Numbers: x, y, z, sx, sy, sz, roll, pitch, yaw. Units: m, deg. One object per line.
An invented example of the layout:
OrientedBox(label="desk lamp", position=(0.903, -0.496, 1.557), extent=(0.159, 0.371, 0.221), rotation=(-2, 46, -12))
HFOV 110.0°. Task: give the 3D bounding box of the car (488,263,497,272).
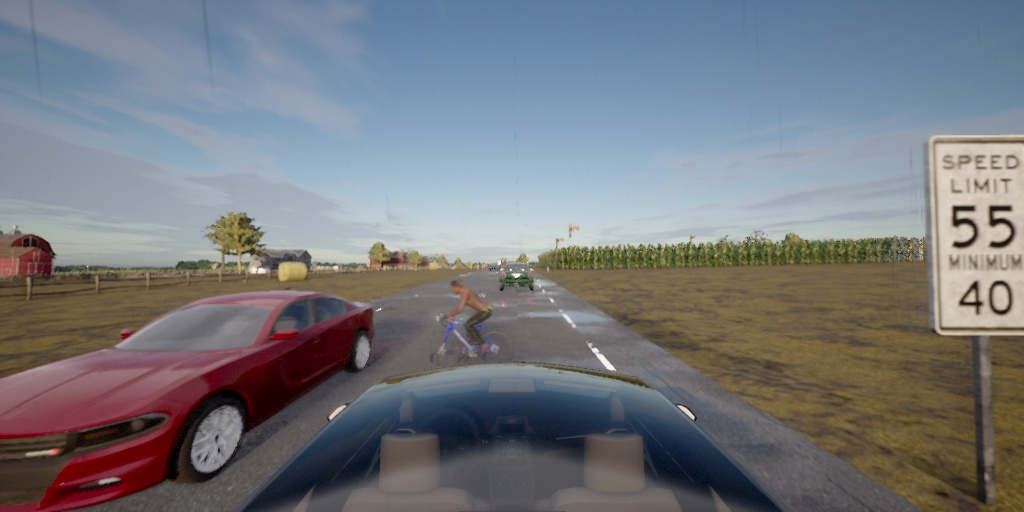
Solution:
OrientedBox(label="car", position=(-2.959, 1.897, 61.103), extent=(2.033, 1.411, 5.357), rotation=(0, -1, 1))

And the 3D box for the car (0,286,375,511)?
OrientedBox(label="car", position=(-3.581, 1.249, 4.891), extent=(1.882, 1.535, 5.008), rotation=(0, 0, 1))

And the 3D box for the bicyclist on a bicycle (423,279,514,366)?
OrientedBox(label="bicyclist on a bicycle", position=(-0.802, 1.237, 6.476), extent=(1.656, 1.620, 0.582), rotation=(-2, 0, 1))

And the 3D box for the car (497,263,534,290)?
OrientedBox(label="car", position=(0.314, 1.251, 23.668), extent=(2.097, 1.767, 4.553), rotation=(0, 0, 1))
